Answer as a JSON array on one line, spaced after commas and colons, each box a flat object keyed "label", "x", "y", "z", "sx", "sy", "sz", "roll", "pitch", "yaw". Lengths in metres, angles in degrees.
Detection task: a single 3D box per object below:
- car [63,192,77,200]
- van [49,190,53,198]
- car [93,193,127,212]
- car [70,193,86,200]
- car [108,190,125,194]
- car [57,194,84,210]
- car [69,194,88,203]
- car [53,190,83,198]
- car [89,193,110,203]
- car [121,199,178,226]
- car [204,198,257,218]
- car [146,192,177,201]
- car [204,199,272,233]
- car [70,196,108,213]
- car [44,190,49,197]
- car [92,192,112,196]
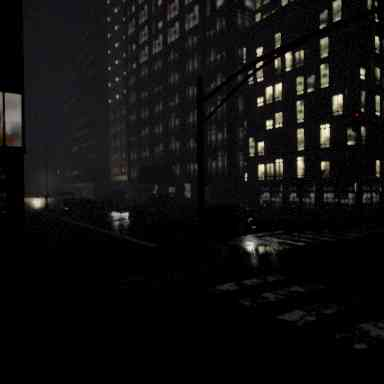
[{"label": "car", "x": -25.984, "y": 0.724, "z": 70.775, "sx": 1.967, "sy": 1.590, "sz": 4.097, "roll": -1, "pitch": 1, "yaw": -35}, {"label": "van", "x": -32.390, "y": 0.522, "z": 80.060, "sx": 1.690, "sy": 1.788, "sz": 3.998, "roll": -1, "pitch": 1, "yaw": -35}, {"label": "car", "x": -8.286, "y": 1.230, "z": 34.912, "sx": 2.128, "sy": 1.511, "sz": 4.902, "roll": -1, "pitch": 1, "yaw": -35}, {"label": "car", "x": -22.781, "y": 0.880, "z": 66.132, "sx": 1.887, "sy": 1.381, "sz": 4.507, "roll": -1, "pitch": 1, "yaw": -35}, {"label": "car", "x": -11.936, "y": 0.724, "z": 51.120, "sx": 2.150, "sy": 2.045, "sz": 5.566, "roll": -1, "pitch": 1, "yaw": -35}, {"label": "car", "x": -13.642, "y": 1.284, "z": 38.122, "sx": 2.008, "sy": 1.369, "sz": 4.403, "roll": -1, "pitch": 1, "yaw": -35}, {"label": "car", "x": -19.242, "y": 1.075, "z": 56.252, "sx": 1.895, "sy": 1.301, "sz": 4.718, "roll": -1, "pitch": 1, "yaw": -35}, {"label": "car", "x": -18.841, "y": 0.899, "z": 50.380, "sx": 2.150, "sy": 2.045, "sz": 5.566, "roll": -1, "pitch": 1, "yaw": -35}, {"label": "car", "x": -15.864, "y": 0.910, "z": 56.880, "sx": 1.882, "sy": 1.535, "sz": 5.008, "roll": -1, "pitch": 1, "yaw": -35}, {"label": "car", "x": -2.805, "y": 1.450, "z": 22.460, "sx": 2.008, "sy": 1.369, "sz": 4.403, "roll": -1, "pitch": 1, "yaw": -35}, {"label": "car", "x": 3.189, "y": 1.269, "z": 28.412, "sx": 1.752, "sy": 1.417, "sz": 4.829, "roll": -1, "pitch": 1, "yaw": -35}, {"label": "car", "x": -3.564, "y": 0.954, "z": 38.266, "sx": 2.192, "sy": 1.841, "sz": 5.009, "roll": -1, "pitch": 1, "yaw": -35}, {"label": "car", "x": 2.410, "y": 1.380, "z": 19.393, "sx": 1.882, "sy": 1.535, "sz": 5.008, "roll": -1, "pitch": 1, "yaw": -35}, {"label": "car", "x": -10.438, "y": 1.349, "z": 33.478, "sx": 1.947, "sy": 1.339, "sz": 4.313, "roll": -1, "pitch": 1, "yaw": -35}, {"label": "car", "x": -35.593, "y": 0.680, "z": 84.707, "sx": 2.008, "sy": 1.369, "sz": 4.403, "roll": -1, "pitch": 1, "yaw": -35}, {"label": "car", "x": -13.722, "y": 1.107, "z": 48.334, "sx": 2.033, "sy": 1.411, "sz": 5.357, "roll": -1, "pitch": 1, "yaw": -34}]
